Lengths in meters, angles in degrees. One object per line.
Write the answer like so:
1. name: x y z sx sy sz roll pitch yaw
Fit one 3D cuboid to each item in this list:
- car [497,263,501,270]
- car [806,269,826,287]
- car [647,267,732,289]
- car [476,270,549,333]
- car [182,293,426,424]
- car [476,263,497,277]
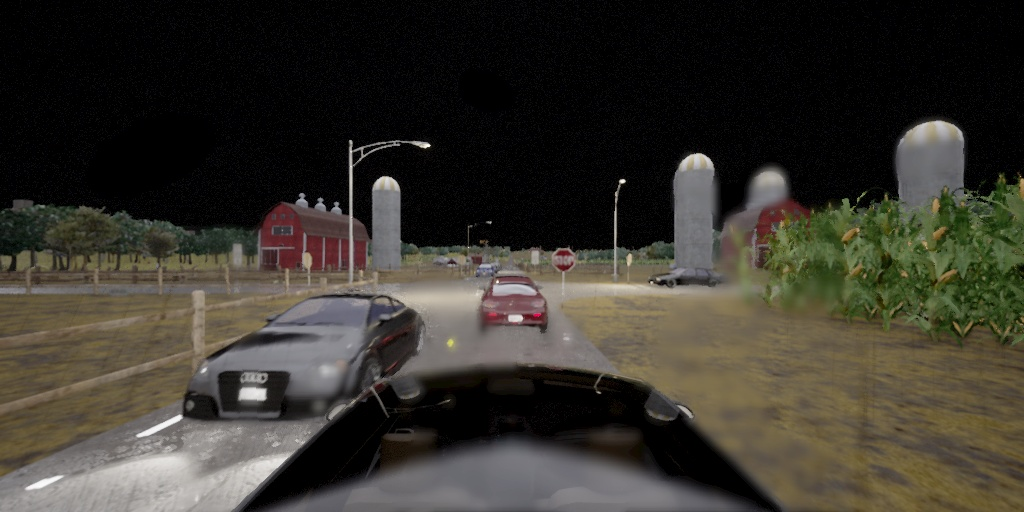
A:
1. car: -2.917 1.743 48.725 1.994 1.385 4.181 0 -1 0
2. car: 22.581 1.636 25.426 4.181 1.385 1.994 1 0 0
3. car: 12.540 1.526 25.408 5.357 1.411 2.033 0 0 -2
4. car: -0.013 1.326 10.834 1.812 1.442 4.674 0 0 -3
5. car: -2.798 1.333 5.891 1.994 1.385 4.181 0 0 0
6. car: -2.906 1.605 39.699 1.812 1.442 4.674 0 -1 0
